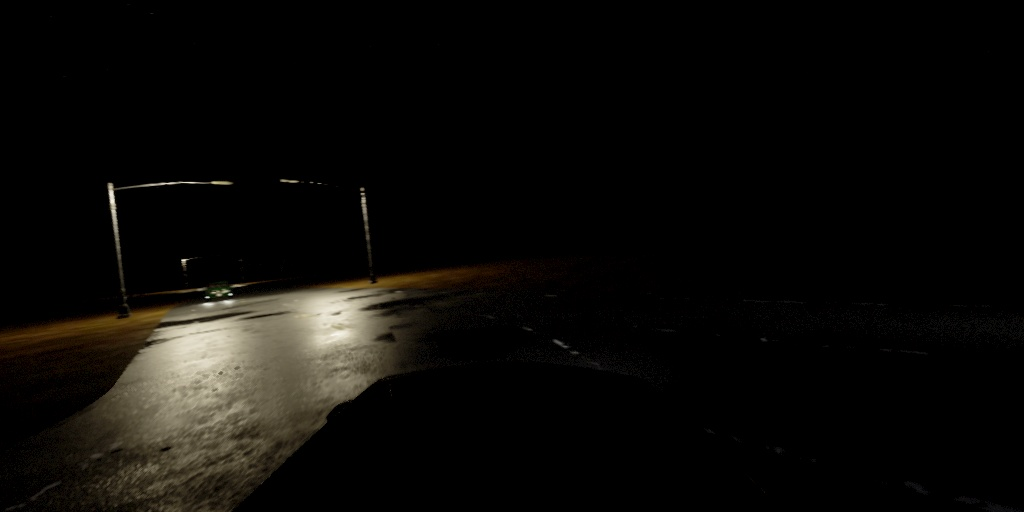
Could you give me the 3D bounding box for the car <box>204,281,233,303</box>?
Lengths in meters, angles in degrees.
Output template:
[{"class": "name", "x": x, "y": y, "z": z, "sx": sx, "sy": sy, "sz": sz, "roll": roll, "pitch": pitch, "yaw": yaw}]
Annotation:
[{"class": "car", "x": -31.592, "y": 3.775, "z": 38.700, "sx": 2.150, "sy": 2.045, "sz": 5.566, "roll": -7, "pitch": 1, "yaw": -38}]
